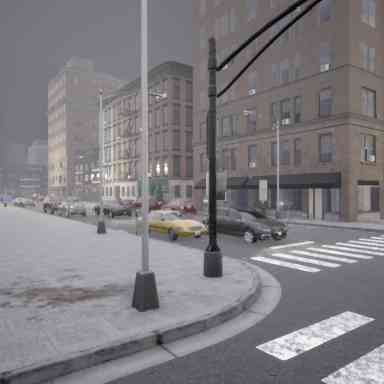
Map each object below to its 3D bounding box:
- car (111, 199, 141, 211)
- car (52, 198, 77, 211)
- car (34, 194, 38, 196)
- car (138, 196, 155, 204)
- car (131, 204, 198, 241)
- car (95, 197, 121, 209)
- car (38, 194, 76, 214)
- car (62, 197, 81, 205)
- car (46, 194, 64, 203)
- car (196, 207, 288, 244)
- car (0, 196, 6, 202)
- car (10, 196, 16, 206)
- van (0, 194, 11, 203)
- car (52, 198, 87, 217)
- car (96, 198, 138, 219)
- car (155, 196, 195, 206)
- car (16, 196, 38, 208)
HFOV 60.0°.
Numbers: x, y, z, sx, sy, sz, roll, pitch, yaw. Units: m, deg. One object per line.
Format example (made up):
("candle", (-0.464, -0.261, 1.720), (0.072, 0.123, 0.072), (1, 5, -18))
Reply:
("car", (-8.028, 1.539, 40.330), (1.947, 1.339, 4.313), (0, 0, -36))
("car", (-16.336, 1.505, 42.539), (1.837, 1.490, 4.892), (0, 0, -35))
("car", (-34.582, 1.533, 77.025), (1.947, 1.339, 4.313), (0, 0, -36))
("car", (-4.710, 1.289, 35.742), (2.192, 1.841, 5.009), (0, 0, -36))
("car", (-1.154, 1.543, 17.140), (1.752, 1.417, 4.829), (0, 0, -36))
("car", (-11.447, 1.497, 45.054), (1.752, 1.417, 4.829), (0, 0, -36))
("car", (-14.531, 1.328, 35.625), (2.192, 1.841, 5.009), (0, 0, -36))
("car", (-21.305, 1.520, 58.678), (2.008, 1.369, 4.403), (0, 0, -36))
("car", (-27.944, 1.283, 67.850), (2.192, 1.841, 5.009), (0, 0, -36))
("car", (2.449, 1.510, 16.241), (1.837, 1.490, 4.892), (0, 0, -33))
("car", (-44.402, 1.557, 76.908), (2.008, 1.369, 4.403), (0, 0, -36))
("car", (-27.707, 1.534, 53.836), (1.752, 1.417, 4.829), (0, 0, -36))
("van", (-37.765, 1.348, 67.734), (1.690, 1.788, 3.998), (0, 0, -36))
("car", (-11.211, 1.565, 31.039), (2.008, 1.369, 4.403), (0, 0, -36))
("car", (-7.024, 1.479, 29.585), (1.882, 1.535, 5.008), (0, 0, -36))
("car", (-1.390, 1.415, 31.155), (1.967, 1.590, 4.097), (0, 0, -36))
("car", (-24.488, 1.592, 49.387), (1.802, 1.307, 4.206), (0, 0, -36))
